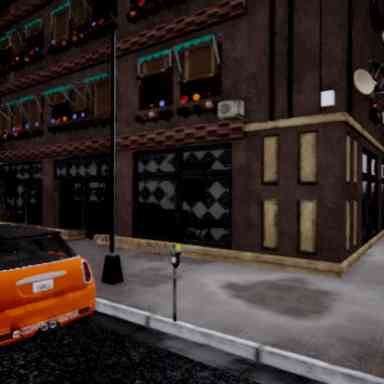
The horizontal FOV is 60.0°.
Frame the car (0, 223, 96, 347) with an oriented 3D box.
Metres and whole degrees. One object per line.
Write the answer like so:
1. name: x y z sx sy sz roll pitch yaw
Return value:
1. car: -3.862 1.374 6.028 4.553 1.767 2.097 0 0 36
